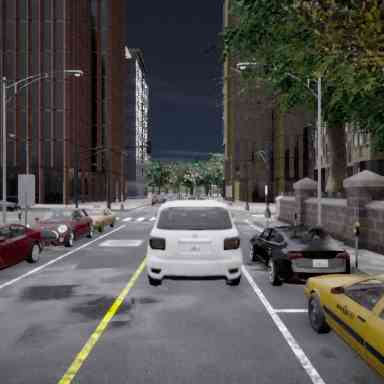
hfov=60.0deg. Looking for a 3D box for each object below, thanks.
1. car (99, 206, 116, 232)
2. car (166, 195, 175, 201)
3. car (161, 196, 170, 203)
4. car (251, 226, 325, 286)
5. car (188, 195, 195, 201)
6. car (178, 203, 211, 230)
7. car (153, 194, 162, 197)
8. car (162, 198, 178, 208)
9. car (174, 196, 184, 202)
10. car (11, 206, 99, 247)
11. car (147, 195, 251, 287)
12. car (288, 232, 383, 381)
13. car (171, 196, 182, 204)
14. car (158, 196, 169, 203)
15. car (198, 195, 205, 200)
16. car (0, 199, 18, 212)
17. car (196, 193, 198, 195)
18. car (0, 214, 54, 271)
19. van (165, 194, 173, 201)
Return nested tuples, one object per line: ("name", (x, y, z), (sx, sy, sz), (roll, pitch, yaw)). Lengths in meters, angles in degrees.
("car", (-5.776, 1.527, 19.945), (1.752, 1.417, 4.829), (0, 0, 0))
("car", (-5.816, 1.585, 90.149), (2.008, 1.369, 4.403), (0, 0, 0))
("car", (-5.807, 1.548, 73.666), (1.752, 1.417, 4.829), (0, 0, 0))
("car", (2.755, 1.566, 9.208), (1.947, 1.339, 4.313), (0, 0, 0))
("car", (-0.052, 1.534, 88.561), (1.837, 1.490, 4.892), (0, 0, 0))
("car", (0.307, 1.528, 22.160), (1.812, 1.442, 4.674), (0, 0, 5))
("car", (-5.798, 1.329, 57.523), (2.192, 1.841, 5.009), (0, 0, 0))
("car", (-3.124, 1.574, 48.086), (1.994, 1.385, 4.181), (0, 0, 0))
("car", (-3.045, 1.558, 77.295), (2.033, 1.411, 5.357), (0, 0, 0))
("car", (-5.773, 1.441, 14.659), (1.967, 1.590, 4.097), (0, 0, 0))
("car", (0.064, 1.224, 9.467), (2.150, 2.045, 5.566), (0, 0, 0))
("car", (2.758, 1.525, 3.921), (1.752, 1.417, 4.829), (0, 0, 0))
("car", (-3.061, 1.583, 66.956), (1.994, 1.385, 4.181), (0, 0, 1))
("car", (-5.803, 1.602, 68.398), (1.802, 1.307, 4.206), (0, 0, 0))
("car", (2.706, 1.564, 95.761), (1.752, 1.417, 4.829), (0, 0, 0))
("car", (-19.190, 1.203, 31.509), (5.357, 1.411, 2.033), (1, 0, -5))
("car", (-0.046, 1.551, 78.655), (1.812, 1.442, 4.674), (0, 0, 0))
("car", (-5.770, 1.545, 9.201), (1.887, 1.381, 4.507), (0, 0, 0))
("van", (-5.813, 1.372, 84.711), (1.690, 1.788, 3.998), (0, 0, 0))
